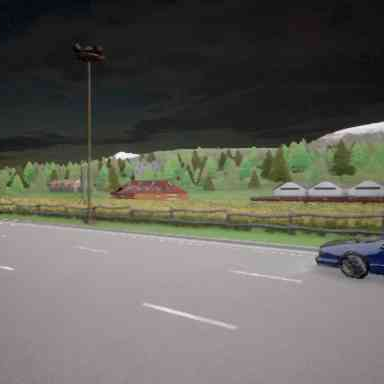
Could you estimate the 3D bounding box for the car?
[{"bbox_3d":[6.017,1.546,8.311,5.357,1.411,2.033,0,0,35],"label":"car"}]
